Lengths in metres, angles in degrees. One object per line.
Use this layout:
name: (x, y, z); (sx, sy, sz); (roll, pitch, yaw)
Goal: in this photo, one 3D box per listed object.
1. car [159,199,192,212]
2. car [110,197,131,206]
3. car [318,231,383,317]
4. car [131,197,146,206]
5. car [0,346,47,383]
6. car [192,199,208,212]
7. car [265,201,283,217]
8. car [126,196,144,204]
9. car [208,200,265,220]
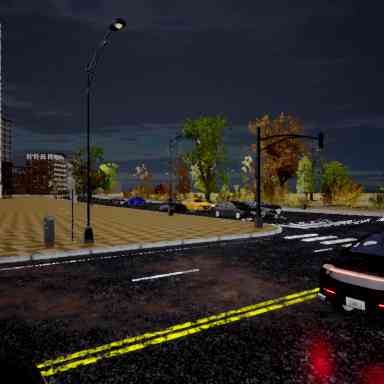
car: (-2.216, 1.651, 38.965); (1.994, 1.385, 4.181); (0, 0, -32)
car: (-12.615, 1.619, 56.552); (2.128, 1.511, 4.902); (0, 0, -30)
car: (4.502, 1.491, 6.453); (4.902, 1.511, 2.128); (0, 0, -34)
car: (-9.515, 1.591, 57.670); (1.882, 1.535, 5.008); (0, 0, -30)
car: (-3.082, 1.492, 1.210); (4.902, 1.511, 2.128); (0, 0, -35)
car: (0.431, 1.553, 40.867); (1.882, 1.535, 5.008); (0, 0, -31)
car: (6.334, 1.541, 31.300); (2.128, 1.511, 4.902); (0, 0, -32)
car: (-11.952, 1.665, 68.866); (2.033, 1.411, 5.357); (0, 0, -29)
car: (3.787, 1.565, 29.241); (1.837, 1.490, 4.892); (0, 0, -32)
